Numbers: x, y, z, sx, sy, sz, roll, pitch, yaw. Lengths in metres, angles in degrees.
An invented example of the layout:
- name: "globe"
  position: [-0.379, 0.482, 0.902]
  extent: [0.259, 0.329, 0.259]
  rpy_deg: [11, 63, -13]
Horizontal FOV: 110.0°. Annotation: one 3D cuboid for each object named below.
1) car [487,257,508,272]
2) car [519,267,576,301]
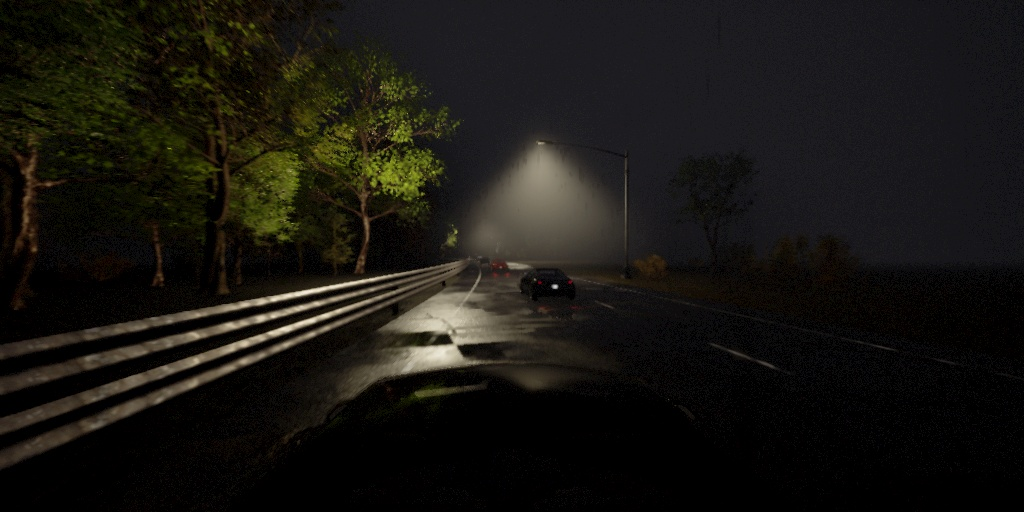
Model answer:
- name: "car"
  position: [-1.520, 1.028, 41.101]
  extent: [1.812, 1.442, 4.674]
  rpy_deg: [0, 0, -7]
- name: "car"
  position: [1.557, 1.224, 16.863]
  extent: [1.994, 1.385, 4.181]
  rpy_deg: [0, 0, -7]
